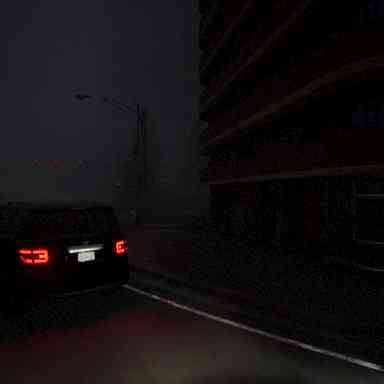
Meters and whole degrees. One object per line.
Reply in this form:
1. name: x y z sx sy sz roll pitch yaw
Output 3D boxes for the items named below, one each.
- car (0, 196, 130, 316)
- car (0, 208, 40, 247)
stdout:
1. car: -3.554 1.221 7.879 2.150 2.045 5.566 0 0 -40
2. car: -8.425 1.564 15.847 1.994 1.385 4.181 0 0 -26
